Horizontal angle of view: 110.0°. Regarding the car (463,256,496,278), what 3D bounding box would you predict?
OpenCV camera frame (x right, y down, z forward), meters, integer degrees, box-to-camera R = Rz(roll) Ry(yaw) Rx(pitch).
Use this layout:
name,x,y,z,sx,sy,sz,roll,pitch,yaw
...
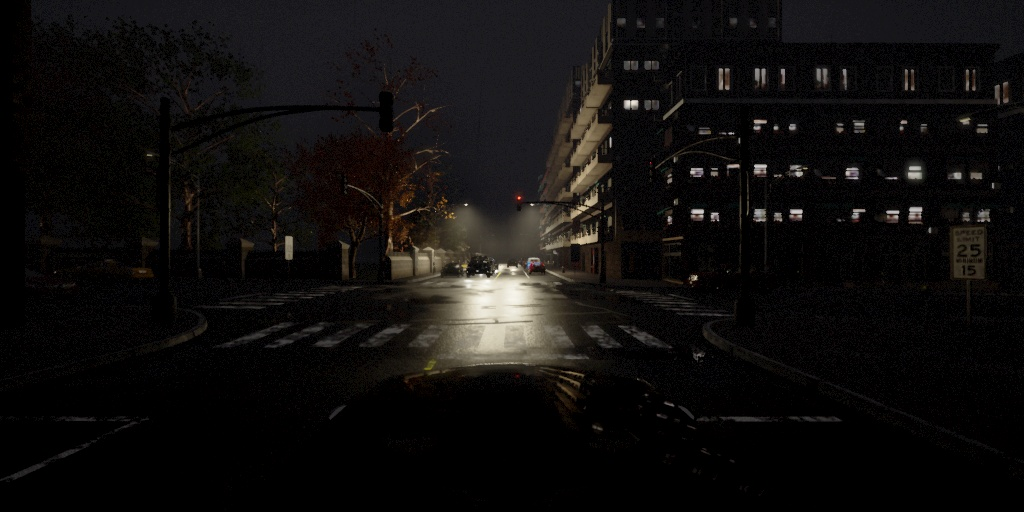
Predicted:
name,x,y,z,sx,sy,sz,roll,pitch,yaw
car,-3.036,0.986,34.662,2.150,2.045,5.566,0,0,1

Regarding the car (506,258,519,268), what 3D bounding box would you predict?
name,x,y,z,sx,sy,sz,roll,pitch,yaw
car,0.093,1.304,62.667,1.837,1.490,4.892,0,0,0

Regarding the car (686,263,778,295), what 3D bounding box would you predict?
name,x,y,z,sx,sy,sz,roll,pitch,yaw
car,13.480,1.353,22.005,5.009,1.841,2.192,0,0,0

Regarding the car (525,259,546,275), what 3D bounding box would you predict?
name,x,y,z,sx,sy,sz,roll,pitch,yaw
car,2.749,1.314,39.993,1.888,1.381,4.507,0,0,0

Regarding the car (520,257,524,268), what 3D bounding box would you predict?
name,x,y,z,sx,sy,sz,roll,pitch,yaw
car,2.775,1.230,56.884,1.967,1.591,4.097,0,0,0

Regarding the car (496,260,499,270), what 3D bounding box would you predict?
name,x,y,z,sx,sy,sz,roll,pitch,yaw
car,-3.032,1.322,44.914,2.033,1.411,5.357,0,0,0

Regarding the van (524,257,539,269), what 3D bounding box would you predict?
name,x,y,z,sx,sy,sz,roll,pitch,yaw
van,2.758,1.116,45.623,1.690,1.789,3.998,0,0,0

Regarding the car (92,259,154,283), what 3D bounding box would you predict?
name,x,y,z,sx,sy,sz,roll,pitch,yaw
car,-24.713,0.883,21.700,4.829,1.417,1.751,0,0,0

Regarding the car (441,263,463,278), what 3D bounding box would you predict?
name,x,y,z,sx,sy,sz,roll,pitch,yaw
car,-5.640,1.330,34.376,1.948,1.339,4.313,0,0,0

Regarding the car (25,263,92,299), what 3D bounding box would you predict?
name,x,y,z,sx,sy,sz,roll,pitch,yaw
car,-18.945,1.007,13.365,4.207,1.307,1.802,0,0,0

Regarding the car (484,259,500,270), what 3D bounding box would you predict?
name,x,y,z,sx,sy,sz,roll,pitch,yaw
car,-3.008,1.279,55.013,2.128,1.511,4.902,0,0,0
